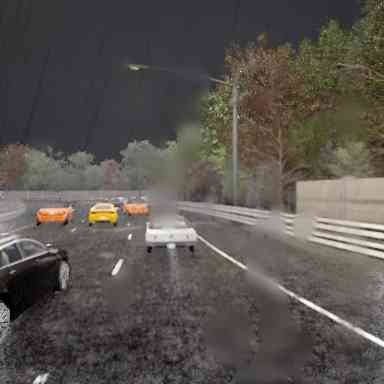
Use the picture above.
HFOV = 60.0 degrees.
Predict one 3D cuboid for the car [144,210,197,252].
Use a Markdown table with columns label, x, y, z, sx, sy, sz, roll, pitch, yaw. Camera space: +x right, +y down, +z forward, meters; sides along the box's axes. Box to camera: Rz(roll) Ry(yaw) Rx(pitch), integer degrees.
| label | x | y | z | sx | sy | sz | roll | pitch | yaw |
| --- | --- | --- | --- | --- | --- | --- | --- | --- | --- |
| car | -1.019 | 1.674 | 14.245 | 1.895 | 1.301 | 4.718 | 0 | 0 | -7 |

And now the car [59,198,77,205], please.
| label | x | y | z | sx | sy | sz | roll | pitch | yaw |
| --- | --- | --- | --- | --- | --- | --- | --- | --- | --- |
| car | -27.446 | 2.007 | 73.290 | 2.128 | 1.511 | 4.902 | 0 | 0 | -41 |

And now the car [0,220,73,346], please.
| label | x | y | z | sx | sy | sz | roll | pitch | yaw |
| --- | --- | --- | --- | --- | --- | --- | --- | --- | --- |
| car | -3.771 | 1.540 | 6.162 | 2.128 | 1.511 | 4.902 | 0 | 0 | -3 |

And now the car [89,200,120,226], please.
| label | x | y | z | sx | sy | sz | roll | pitch | yaw |
| --- | --- | --- | --- | --- | --- | --- | --- | --- | --- |
| car | -6.698 | 1.630 | 25.234 | 1.882 | 1.535 | 5.008 | 0 | 0 | -14 |

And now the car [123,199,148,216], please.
| label | x | y | z | sx | sy | sz | roll | pitch | yaw |
| --- | --- | --- | --- | --- | --- | --- | --- | --- | --- |
| car | -5.989 | 1.549 | 35.129 | 2.097 | 1.767 | 4.553 | 0 | 0 | -18 |

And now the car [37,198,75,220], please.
| label | x | y | z | sx | sy | sz | roll | pitch | yaw |
| --- | --- | --- | --- | --- | --- | --- | --- | --- | --- |
| car | -10.366 | 1.524 | 25.500 | 2.097 | 1.767 | 4.553 | 0 | 0 | -14 |
